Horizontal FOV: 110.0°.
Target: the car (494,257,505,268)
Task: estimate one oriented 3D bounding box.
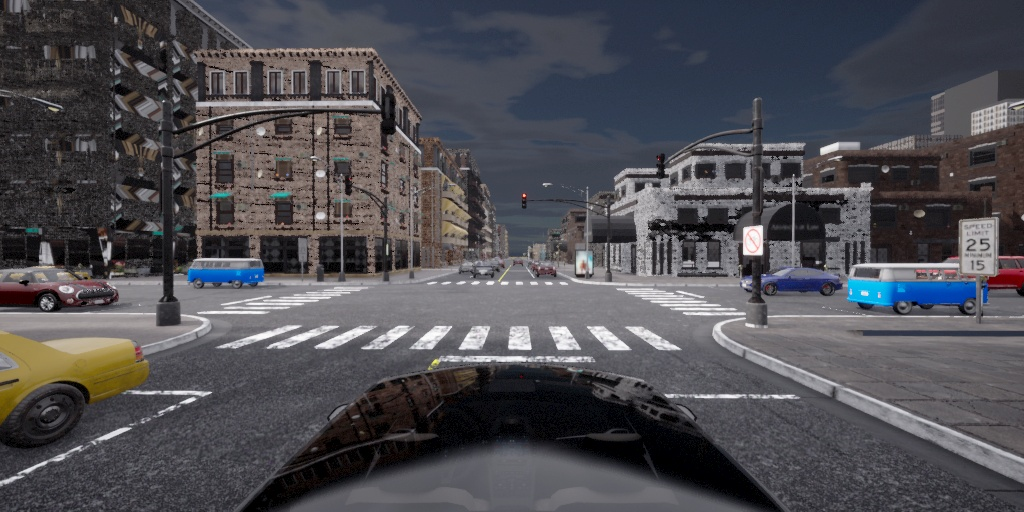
[{"bbox_3d":[-2.135,1.254,57.736,1.882,1.535,5.008,0,0,1],"label":"car"}]

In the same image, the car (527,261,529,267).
[{"bbox_3d":[3.542,1.321,52.187,2.007,1.370,4.403,0,0,1],"label":"car"}]

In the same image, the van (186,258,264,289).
[{"bbox_3d":[-17.430,1.030,21.886,3.998,1.789,1.690,0,0,1],"label":"van"}]

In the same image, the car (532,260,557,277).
[{"bbox_3d":[3.253,1.195,35.099,1.967,1.591,4.097,0,0,1],"label":"car"}]

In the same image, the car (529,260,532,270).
[{"bbox_3d":[3.445,1.347,46.491,1.802,1.307,4.207,0,0,1],"label":"car"}]

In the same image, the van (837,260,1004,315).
[{"bbox_3d":[14.849,1.156,13.198,3.998,1.789,1.690,0,0,1],"label":"van"}]

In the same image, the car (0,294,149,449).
[{"bbox_3d":[-5.681,1.275,2.609,1.751,1.417,4.829,0,0,1],"label":"car"}]

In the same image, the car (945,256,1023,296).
[{"bbox_3d":[24.350,1.019,18.891,5.566,2.045,2.150,0,0,0],"label":"car"}]

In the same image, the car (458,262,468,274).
[{"bbox_3d":[-5.031,1.311,40.924,2.007,1.370,4.403,0,0,1],"label":"car"}]

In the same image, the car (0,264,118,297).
[{"bbox_3d":[-17.529,1.190,13.506,4.097,1.591,1.967,0,0,1],"label":"car"}]

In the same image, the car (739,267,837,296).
[{"bbox_3d":[14.688,1.298,18.982,4.674,1.442,1.812,0,0,2],"label":"car"}]

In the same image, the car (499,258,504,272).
[{"bbox_3d":[-2.382,1.268,44.169,1.837,1.490,4.892,0,0,1],"label":"car"}]

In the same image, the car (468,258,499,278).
[{"bbox_3d":[-2.571,1.246,33.722,2.128,1.511,4.902,0,0,-1],"label":"car"}]
